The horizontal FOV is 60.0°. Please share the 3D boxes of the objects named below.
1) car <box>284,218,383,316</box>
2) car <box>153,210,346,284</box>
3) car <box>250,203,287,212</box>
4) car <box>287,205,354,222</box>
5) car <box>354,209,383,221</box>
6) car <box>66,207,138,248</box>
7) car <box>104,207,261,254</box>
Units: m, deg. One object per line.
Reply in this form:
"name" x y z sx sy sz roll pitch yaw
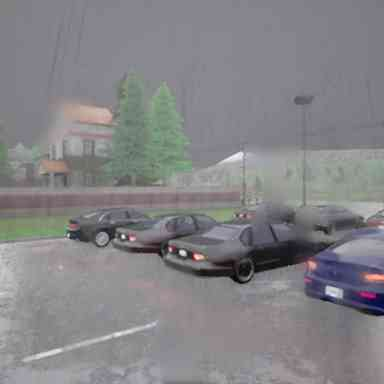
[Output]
"car" 4.174 1.439 6.719 4.674 1.442 1.812 0 0 -35
"car" 1.827 1.465 9.349 5.357 1.411 2.033 -1 0 -35
"car" 4.811 1.360 20.081 5.357 1.411 2.033 -1 0 -35
"car" 7.320 1.370 17.576 4.181 1.385 1.994 -1 0 -35
"car" 9.347 1.370 14.717 4.181 1.385 1.994 -1 0 -35
"car" -2.910 1.433 14.578 4.892 1.490 1.837 -1 0 -36
"car" -0.176 1.465 12.221 5.357 1.411 2.033 -1 0 -36
